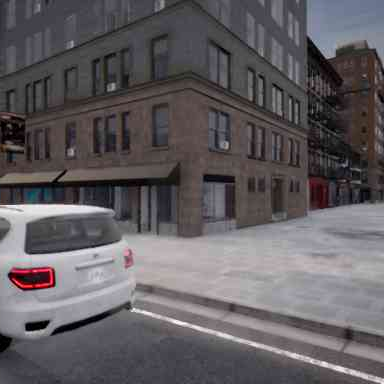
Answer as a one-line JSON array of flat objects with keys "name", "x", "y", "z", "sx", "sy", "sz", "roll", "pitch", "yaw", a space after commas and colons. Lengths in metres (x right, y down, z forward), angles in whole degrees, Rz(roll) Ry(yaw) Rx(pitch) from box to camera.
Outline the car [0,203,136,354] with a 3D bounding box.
[{"name": "car", "x": -3.527, "y": 1.223, "z": 6.203, "sx": 5.566, "sy": 2.045, "sz": 2.150, "roll": 0, "pitch": 0, "yaw": 35}]
